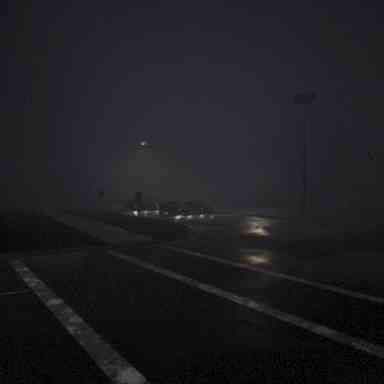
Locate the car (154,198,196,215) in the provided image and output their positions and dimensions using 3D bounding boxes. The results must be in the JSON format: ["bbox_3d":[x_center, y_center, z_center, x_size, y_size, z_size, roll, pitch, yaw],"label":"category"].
[{"bbox_3d":[-2.043,1.769,37.389,1.837,1.490,4.892,1,-1,-35],"label":"car"}]

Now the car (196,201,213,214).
[{"bbox_3d":[0.530,1.815,39.828,1.837,1.490,4.892,1,-1,-35],"label":"car"}]

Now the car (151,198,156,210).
[{"bbox_3d":[-5.230,1.664,48.149,2.097,1.767,4.553,1,-1,-34],"label":"car"}]

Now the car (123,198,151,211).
[{"bbox_3d":[-7.911,1.771,45.867,1.837,1.490,4.892,1,-1,-35],"label":"car"}]
